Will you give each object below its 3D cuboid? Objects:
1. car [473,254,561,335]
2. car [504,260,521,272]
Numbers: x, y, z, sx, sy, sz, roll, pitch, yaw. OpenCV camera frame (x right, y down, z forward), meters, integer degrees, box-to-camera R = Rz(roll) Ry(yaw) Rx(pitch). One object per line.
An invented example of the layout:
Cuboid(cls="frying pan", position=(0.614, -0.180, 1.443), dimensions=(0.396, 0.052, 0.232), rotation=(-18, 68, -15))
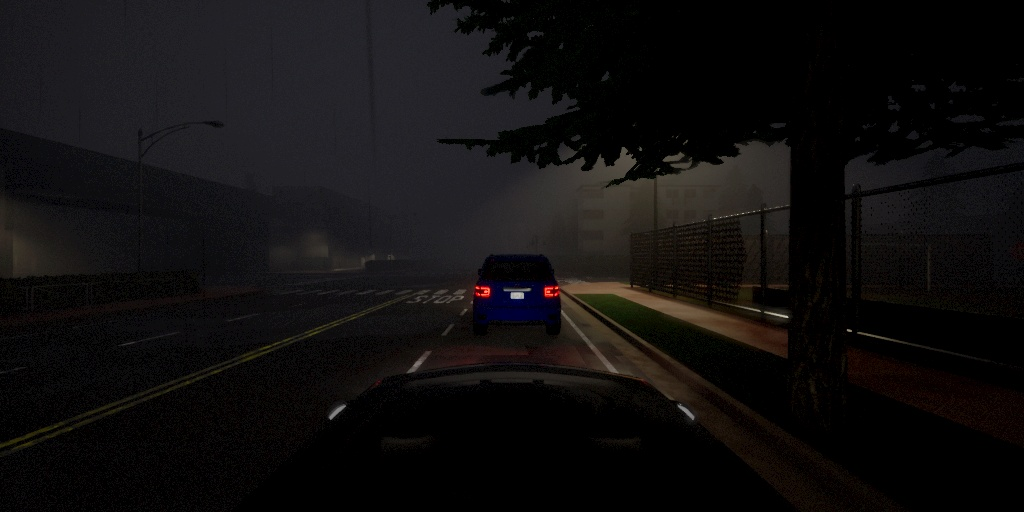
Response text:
Cuboid(cls="car", position=(0.125, 0.972, 10.636), dimensions=(2.150, 2.045, 5.566), rotation=(0, 0, 0))
Cuboid(cls="car", position=(0.071, 1.242, 46.452), dimensions=(2.128, 1.511, 4.902), rotation=(0, 0, -1))
